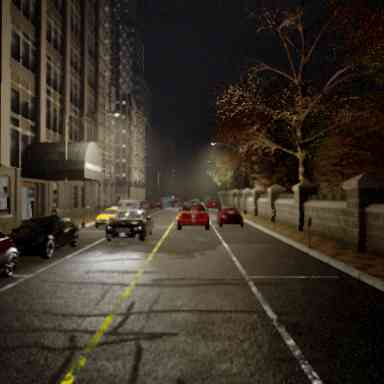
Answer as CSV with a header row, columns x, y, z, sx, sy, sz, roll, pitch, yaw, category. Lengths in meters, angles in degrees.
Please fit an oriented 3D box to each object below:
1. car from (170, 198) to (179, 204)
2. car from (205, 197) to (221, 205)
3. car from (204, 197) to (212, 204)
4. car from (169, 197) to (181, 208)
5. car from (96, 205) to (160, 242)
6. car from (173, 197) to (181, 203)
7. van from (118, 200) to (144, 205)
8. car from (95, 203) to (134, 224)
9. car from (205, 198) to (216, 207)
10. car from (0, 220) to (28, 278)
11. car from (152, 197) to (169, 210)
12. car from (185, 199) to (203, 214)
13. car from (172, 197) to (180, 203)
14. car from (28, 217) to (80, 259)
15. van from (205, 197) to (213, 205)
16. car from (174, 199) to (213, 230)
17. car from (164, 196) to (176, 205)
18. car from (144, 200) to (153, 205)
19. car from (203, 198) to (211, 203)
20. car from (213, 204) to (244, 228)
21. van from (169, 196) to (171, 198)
x,y,z,sx,sy,sz,roll,pitch,yaw,category
-4.445,2.226,84.280,2.008,1.369,4.403,1,0,2,car
2.930,1.711,45.696,2.192,1.841,5.009,1,0,2,car
3.933,2.111,84.031,1.967,1.590,4.097,1,0,2,car
-2.515,2.013,57.648,1.812,1.442,4.674,0,0,2,car
-3.102,1.651,17.303,2.128,1.511,4.902,0,-1,0,car
-4.157,2.185,95.226,1.967,1.590,4.097,1,0,2,car
-5.688,1.609,29.837,1.690,1.788,3.998,1,0,0,van
-5.698,1.744,24.106,1.752,1.417,4.829,0,-1,0,car
3.359,1.959,62.125,1.967,1.590,4.097,1,0,2,car
-5.830,1.512,7.597,1.967,1.590,4.097,0,-1,0,car
-5.303,1.757,51.448,2.192,1.841,5.009,1,0,2,car
0.242,1.711,41.006,2.097,1.767,4.553,0,-1,1,car
-4.300,2.151,89.754,1.967,1.590,4.097,1,0,2,car
-5.832,1.688,13.155,1.947,1.339,4.313,0,-1,0,car
3.647,1.938,73.079,1.690,1.788,3.998,1,0,2,van
0.095,1.563,23.166,2.097,1.767,4.553,0,0,0,car
-4.729,1.916,73.337,2.192,1.841,5.009,1,0,2,car
-5.660,1.881,35.378,1.947,1.339,4.313,1,0,1,car
4.076,2.272,89.508,1.947,1.339,4.313,1,0,2,car
2.692,1.800,24.010,1.802,1.307,4.206,0,0,0,car
-5.016,1.864,62.393,1.690,1.788,3.998,1,0,2,van
